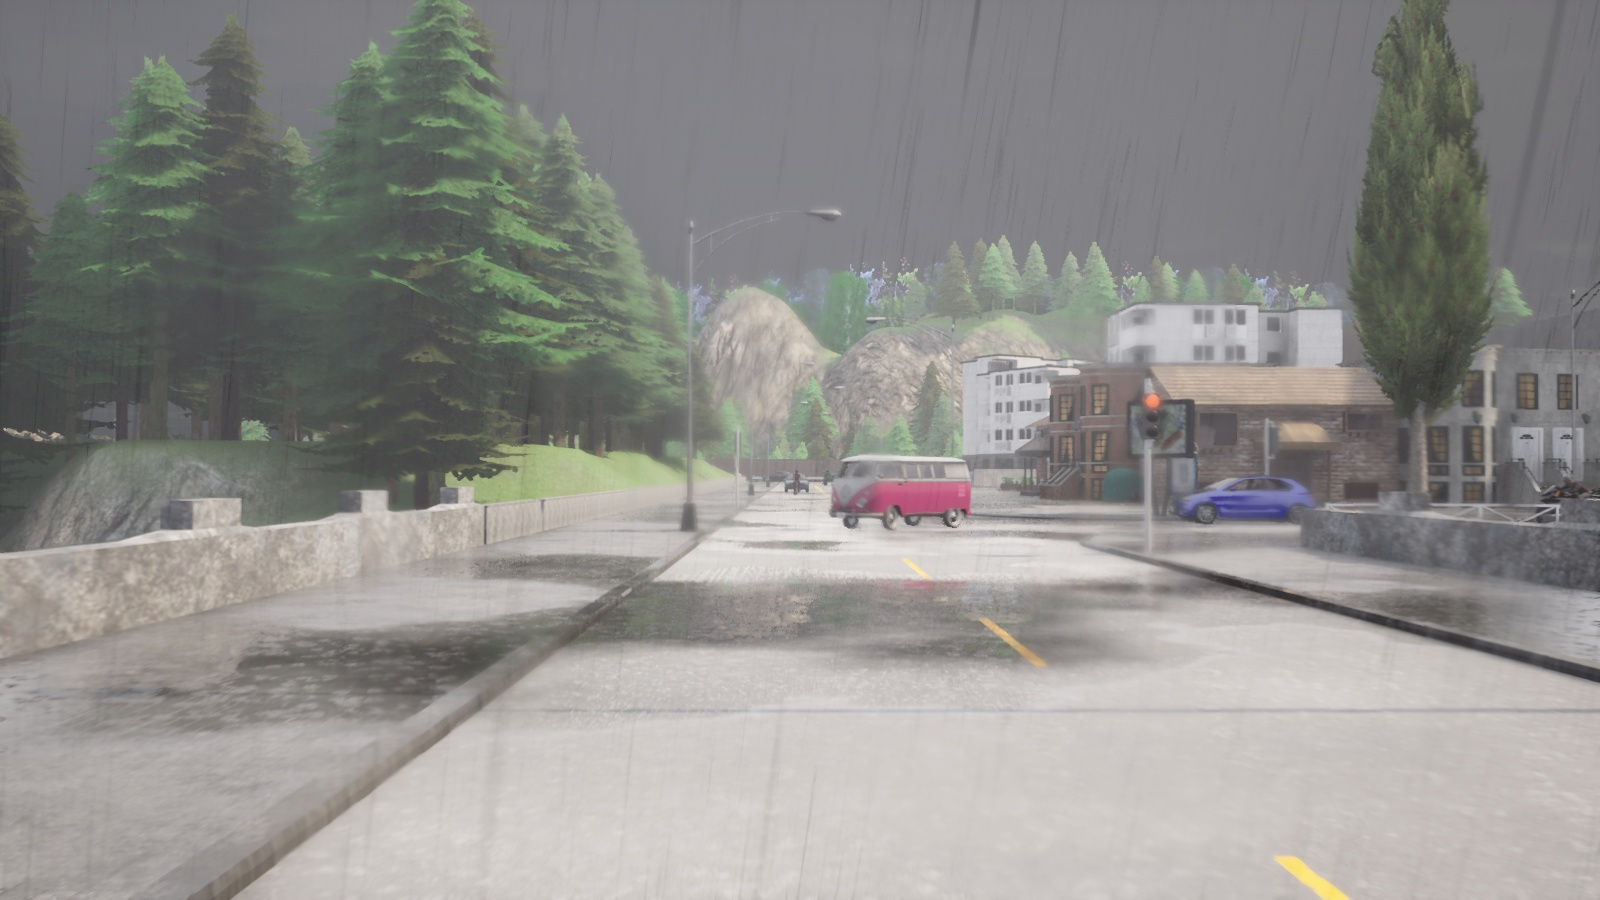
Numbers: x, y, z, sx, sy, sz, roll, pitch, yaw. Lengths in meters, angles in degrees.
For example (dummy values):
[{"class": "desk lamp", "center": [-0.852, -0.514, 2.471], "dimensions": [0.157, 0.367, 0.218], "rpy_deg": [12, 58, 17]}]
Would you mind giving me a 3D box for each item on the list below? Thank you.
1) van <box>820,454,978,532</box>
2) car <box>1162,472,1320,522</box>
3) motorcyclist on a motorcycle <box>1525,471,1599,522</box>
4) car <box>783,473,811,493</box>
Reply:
[{"class": "van", "center": [2.755, 1.130, 34.291], "dimensions": [4.442, 1.987, 1.775], "rpy_deg": [1, -2, -44]}, {"class": "car", "center": [13.407, 1.417, 38.343], "dimensions": [4.193, 1.474, 1.816], "rpy_deg": [0, -1, 0]}, {"class": "motorcyclist on a motorcycle", "center": [23.496, 1.398, 38.372], "dimensions": [2.191, 1.530, 0.866], "rpy_deg": [0, -1, 0]}, {"class": "car", "center": [-0.216, 2.425, 93.278], "dimensions": [2.033, 1.411, 5.357], "rpy_deg": [0, -1, 0]}]
